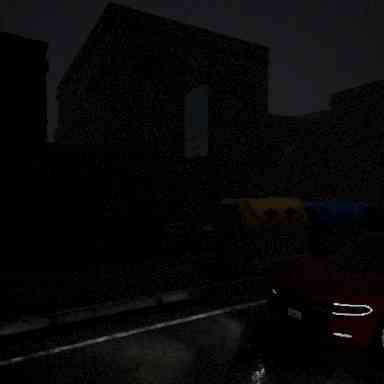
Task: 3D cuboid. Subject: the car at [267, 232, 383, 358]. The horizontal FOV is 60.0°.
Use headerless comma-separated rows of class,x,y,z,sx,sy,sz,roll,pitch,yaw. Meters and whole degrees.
car,3.608,1.511,6.144,5.008,1.535,1.882,1,0,-32
